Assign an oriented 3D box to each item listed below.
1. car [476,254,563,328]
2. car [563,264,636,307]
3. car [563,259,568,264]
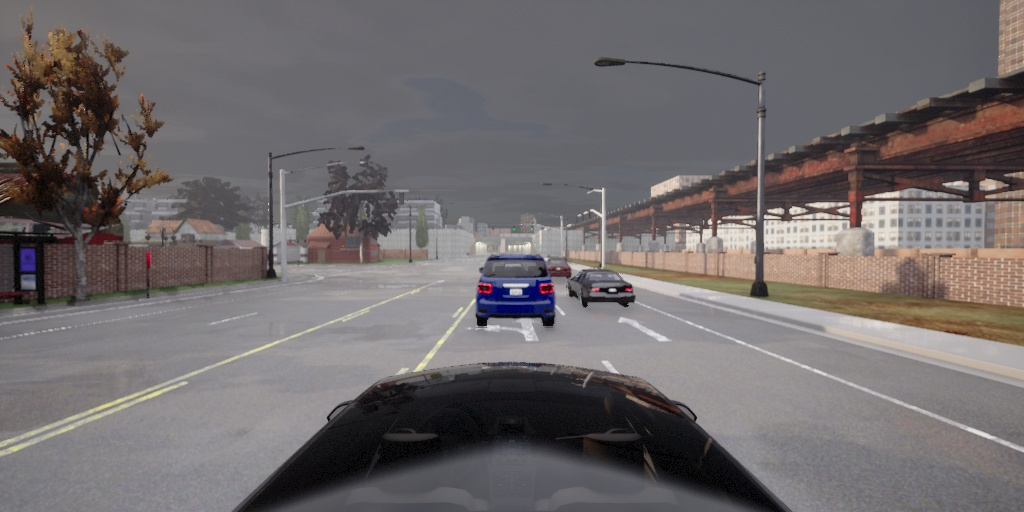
[{"bbox_3d":[0.091,0.956,11.553,2.150,2.045,5.566,0,0,0],"label":"car"},{"bbox_3d":[3.586,1.263,15.331,2.033,1.411,5.357,0,0,0],"label":"car"},{"bbox_3d":[3.568,0.963,29.537,2.097,1.767,4.553,0,1,0],"label":"car"}]
